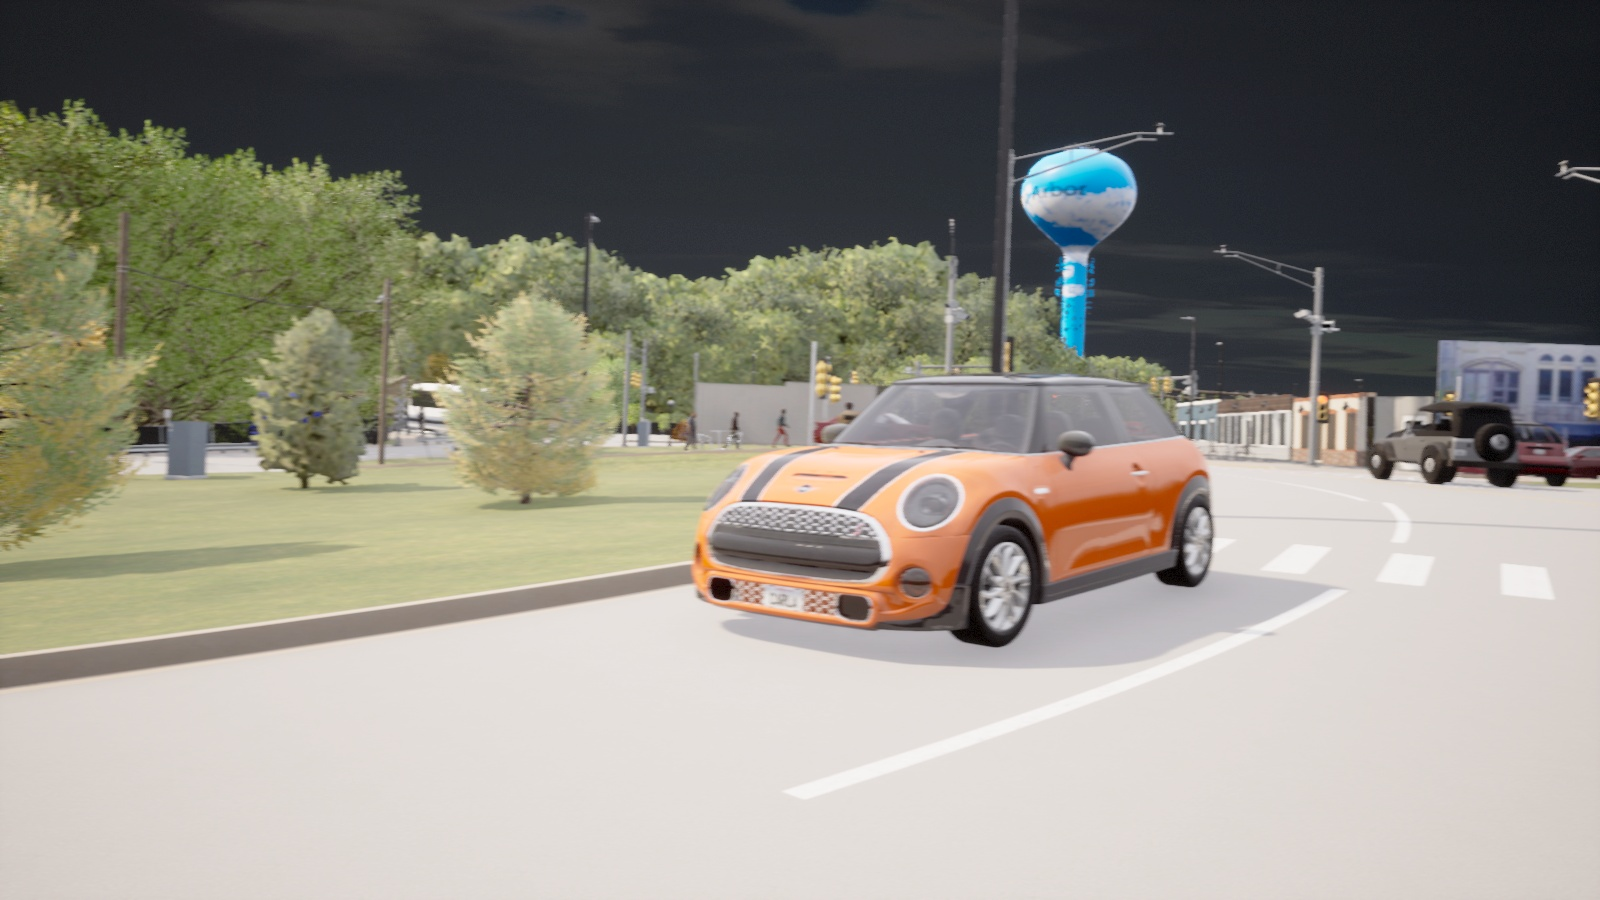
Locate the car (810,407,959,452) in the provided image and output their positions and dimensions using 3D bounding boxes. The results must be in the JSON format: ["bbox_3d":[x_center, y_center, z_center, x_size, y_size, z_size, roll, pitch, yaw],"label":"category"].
[{"bbox_3d":[3.047,-0.718,45.412,5.008,1.535,1.882,0,-1,27],"label":"car"}]

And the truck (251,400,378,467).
[{"bbox_3d":[-26.910,-0.969,70.022,2.891,3.462,7.936,1,2,10],"label":"truck"}]

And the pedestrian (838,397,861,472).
[{"bbox_3d":[1.296,-0.411,32.819,0.396,1.930,0.692,1,0,17],"label":"pedestrian"}]

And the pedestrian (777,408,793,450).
[{"bbox_3d":[-0.669,-0.941,56.257,0.614,1.847,0.353,1,0,7],"label":"pedestrian"}]

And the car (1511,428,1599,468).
[{"bbox_3d":[30.423,-0.057,48.595,4.674,1.442,1.812,2,0,4],"label":"car"}]

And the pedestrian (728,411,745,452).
[{"bbox_3d":[-2.903,-0.840,57.532,0.703,1.840,0.431,1,0,4],"label":"pedestrian"}]

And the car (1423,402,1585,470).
[{"bbox_3d":[17.992,-0.372,32.331,1.851,1.617,3.988,1,1,0],"label":"car"}]

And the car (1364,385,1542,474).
[{"bbox_3d":[14.959,-0.480,29.034,1.905,1.878,3.866,1,1,-3],"label":"car"}]

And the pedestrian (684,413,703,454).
[{"bbox_3d":[-4.818,-0.730,56.872,0.694,1.848,0.540,1,0,12],"label":"pedestrian"}]

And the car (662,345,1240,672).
[{"bbox_3d":[1.371,0.194,9.210,2.097,1.767,4.553,1,4,39],"label":"car"}]
